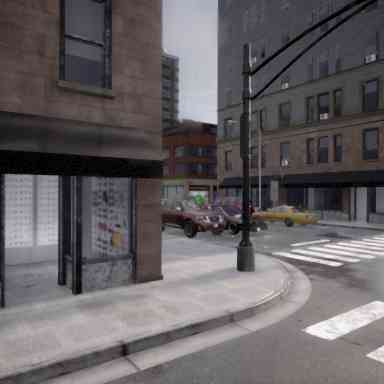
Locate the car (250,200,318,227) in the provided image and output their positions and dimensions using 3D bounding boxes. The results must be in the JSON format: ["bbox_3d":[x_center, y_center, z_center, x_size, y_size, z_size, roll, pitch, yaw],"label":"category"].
[{"bbox_3d":[6.115,1.529,22.703,1.752,1.417,4.829,0,0,-36],"label":"car"}]

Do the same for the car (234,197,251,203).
[{"bbox_3d":[2.915,1.313,27.187,2.192,1.841,5.009,0,0,-36],"label":"car"}]

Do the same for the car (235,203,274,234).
[{"bbox_3d":[1.796,1.528,19.250,2.033,1.411,5.357,0,0,-38],"label":"car"}]

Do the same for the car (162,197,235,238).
[{"bbox_3d":[-0.322,1.285,17.909,2.192,1.841,5.009,0,0,-36],"label":"car"}]

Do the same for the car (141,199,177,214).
[{"bbox_3d":[-3.685,1.530,36.431,1.887,1.381,4.507,0,0,-36],"label":"car"}]
